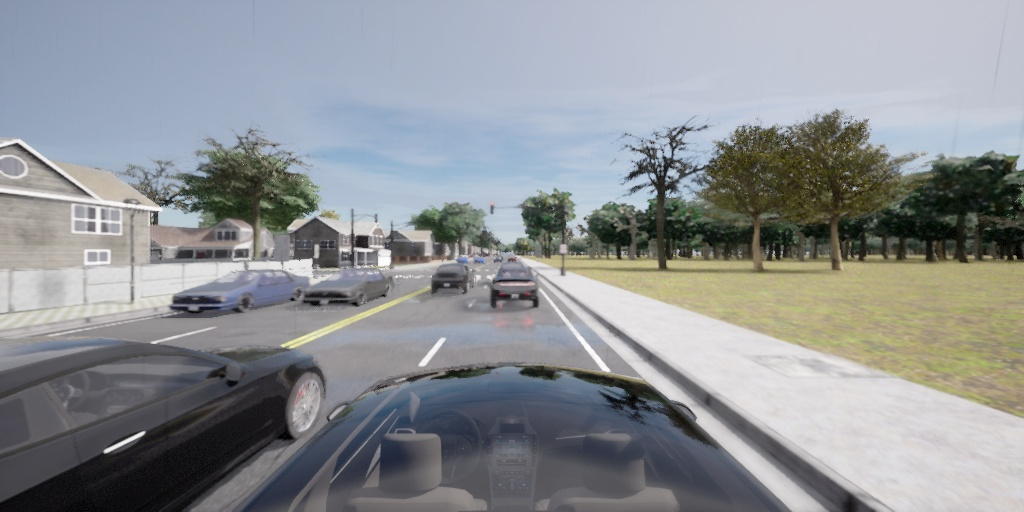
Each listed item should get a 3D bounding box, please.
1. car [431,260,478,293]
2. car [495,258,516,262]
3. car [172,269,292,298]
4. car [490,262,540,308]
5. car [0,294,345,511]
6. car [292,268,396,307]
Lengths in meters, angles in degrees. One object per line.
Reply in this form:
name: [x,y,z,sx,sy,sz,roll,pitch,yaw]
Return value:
car: [-3.148,1.154,19.721,1.837,1.490,4.892,0,0,0]
car: [0.047,1.102,24.266,1.882,1.535,5.008,0,0,1]
car: [-9.843,1.231,13.738,2.033,1.411,5.357,0,0,0]
car: [0.103,1.169,14.811,2.128,1.511,4.902,0,0,0]
car: [-3.148,1.272,2.394,1.812,1.442,4.674,0,0,0]
car: [-6.589,1.223,15.246,2.033,1.411,5.357,0,0,0]
